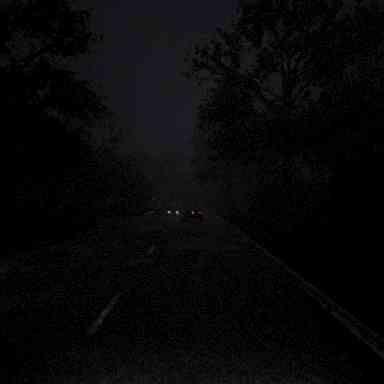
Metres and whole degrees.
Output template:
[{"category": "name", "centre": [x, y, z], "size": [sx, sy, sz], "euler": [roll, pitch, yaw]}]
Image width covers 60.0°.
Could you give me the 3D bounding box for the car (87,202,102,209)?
[{"category": "car", "centre": [-21.766, 2.898, 71.744], "size": [4.553, 1.767, 2.097], "euler": [0, -2, 0]}]

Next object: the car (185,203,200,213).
[{"category": "car", "centre": [0.077, 2.370, 49.633], "size": [2.033, 1.411, 5.357], "euler": [0, -2, 0]}]

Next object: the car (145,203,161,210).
[{"category": "car", "centre": [-8.867, 3.042, 70.767], "size": [4.902, 1.511, 2.128], "euler": [-1, -3, 22]}]

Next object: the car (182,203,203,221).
[{"category": "car", "centre": [0.072, 1.914, 31.535], "size": [2.033, 1.411, 5.357], "euler": [-1, -1, 0]}]

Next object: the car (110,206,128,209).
[{"category": "car", "centre": [-15.197, 2.942, 68.690], "size": [4.674, 1.442, 1.812], "euler": [0, -2, 4]}]

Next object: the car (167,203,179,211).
[{"category": "car", "centre": [-3.491, 2.586, 58.321], "size": [1.812, 1.442, 4.674], "euler": [1, -1, -7]}]
